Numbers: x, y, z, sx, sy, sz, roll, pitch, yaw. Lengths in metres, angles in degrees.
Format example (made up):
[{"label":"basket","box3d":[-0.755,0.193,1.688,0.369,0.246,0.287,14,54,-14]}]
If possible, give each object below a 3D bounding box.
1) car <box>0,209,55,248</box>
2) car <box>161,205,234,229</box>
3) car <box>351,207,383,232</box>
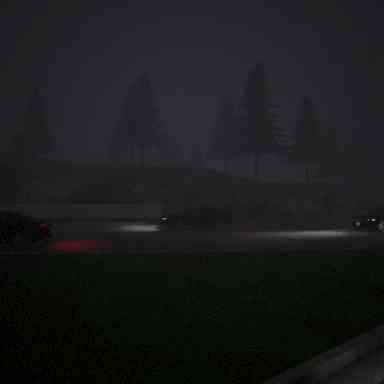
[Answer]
[{"label":"car","box3d":[-8.496,1.500,14.020,5.008,1.535,1.882,0,0,-9]},{"label":"car","box3d":[0.354,1.656,22.303,4.892,1.490,1.837,1,0,-8]},{"label":"car","box3d":[12.685,1.741,21.687,4.902,1.511,2.128,1,0,-21]}]
